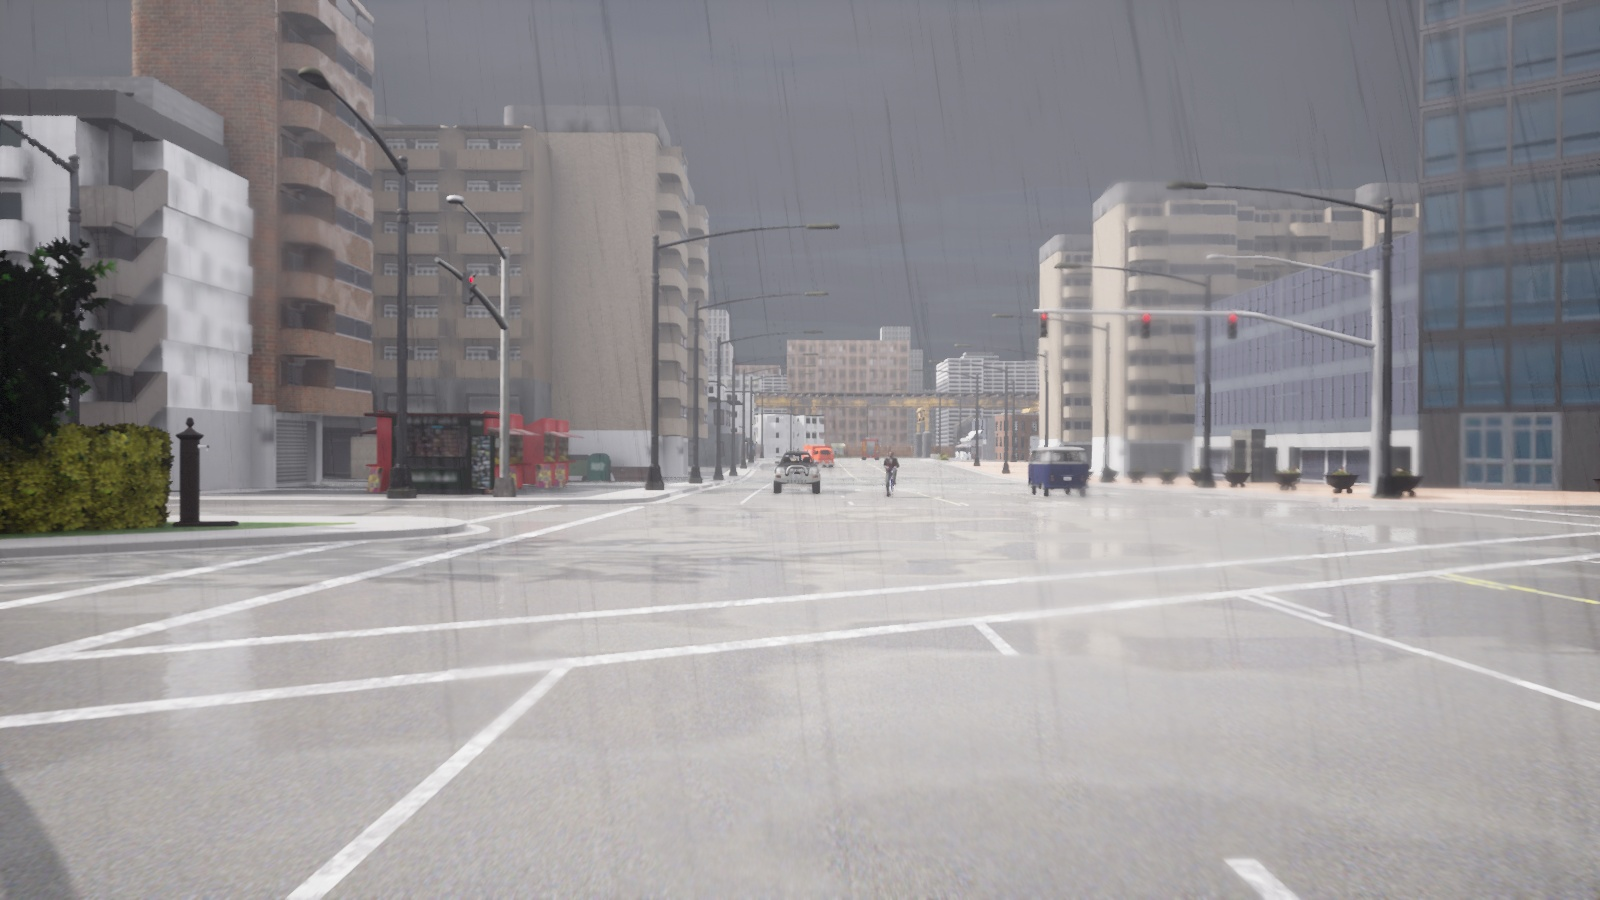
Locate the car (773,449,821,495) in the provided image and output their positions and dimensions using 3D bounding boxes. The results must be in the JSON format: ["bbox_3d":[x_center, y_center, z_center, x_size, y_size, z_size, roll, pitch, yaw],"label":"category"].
[{"bbox_3d":[-0.124,0.901,52.757,1.932,1.855,4.605,0,-1,0],"label":"car"}]

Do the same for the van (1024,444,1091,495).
[{"bbox_3d":[10.381,0.782,50.913,1.775,1.987,4.442,0,-1,0],"label":"van"}]
